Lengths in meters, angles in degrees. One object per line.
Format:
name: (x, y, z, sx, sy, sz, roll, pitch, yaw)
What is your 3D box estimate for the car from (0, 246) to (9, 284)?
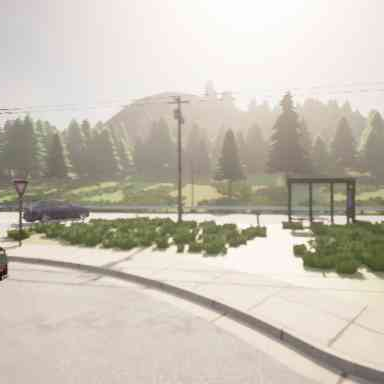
car: (-6.197, 1.495, 7.615, 4.902, 1.511, 2.128, 0, 0, 32)

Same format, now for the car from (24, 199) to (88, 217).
car: (-9.886, 1.307, 24.723, 2.097, 1.767, 4.553, 0, 0, 36)
